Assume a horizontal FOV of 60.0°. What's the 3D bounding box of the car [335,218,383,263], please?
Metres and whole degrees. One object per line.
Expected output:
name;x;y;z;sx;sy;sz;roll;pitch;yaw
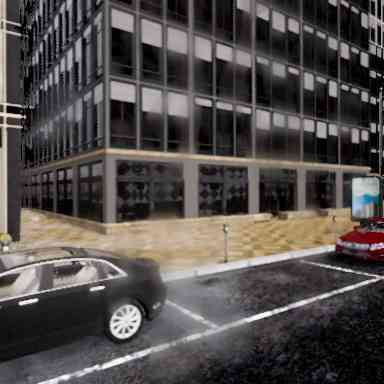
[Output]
car;6.585;1.541;11.258;4.206;1.307;1.802;0;0;-35

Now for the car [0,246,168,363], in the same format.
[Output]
car;-2.455;1.548;4.812;4.403;1.369;2.008;0;0;-35
